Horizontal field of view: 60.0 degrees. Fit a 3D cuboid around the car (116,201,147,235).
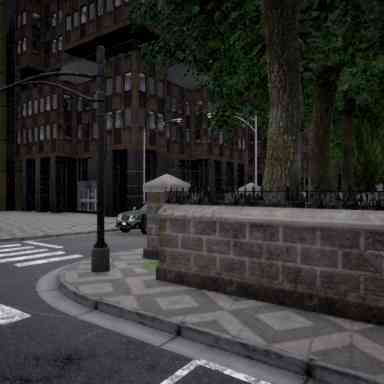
[{"bbox_3d":[-2.441,1.584,22.039,2.150,2.045,5.566,0,-1,35],"label":"car"}]
